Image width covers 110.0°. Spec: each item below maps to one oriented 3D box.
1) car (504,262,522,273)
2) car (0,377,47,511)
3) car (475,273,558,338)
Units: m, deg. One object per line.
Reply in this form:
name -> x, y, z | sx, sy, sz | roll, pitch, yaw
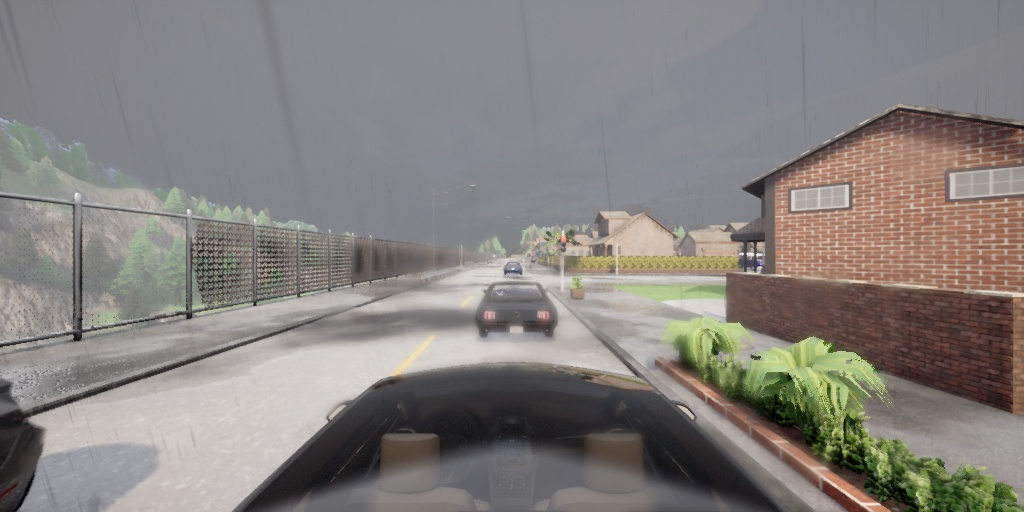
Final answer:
car -> 0.131, 1.313, 40.230 | 1.994, 1.385, 4.181 | 0, 0, 1
car -> -4.096, 1.255, 0.310 | 1.837, 1.490, 4.892 | 0, 0, 0
car -> 0.109, 1.351, 10.206 | 1.895, 1.301, 4.718 | 0, 0, 0
